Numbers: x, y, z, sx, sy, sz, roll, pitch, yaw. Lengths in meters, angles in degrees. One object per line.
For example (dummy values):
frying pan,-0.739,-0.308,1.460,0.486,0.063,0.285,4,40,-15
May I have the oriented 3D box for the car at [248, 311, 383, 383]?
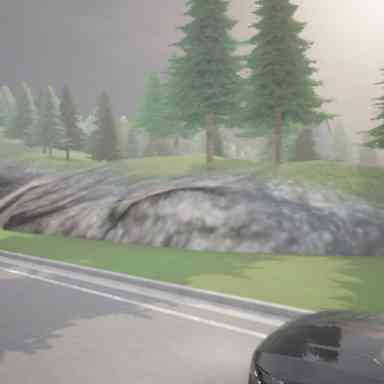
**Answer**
car,2.722,1.497,2.051,4.892,1.490,1.837,0,0,36
